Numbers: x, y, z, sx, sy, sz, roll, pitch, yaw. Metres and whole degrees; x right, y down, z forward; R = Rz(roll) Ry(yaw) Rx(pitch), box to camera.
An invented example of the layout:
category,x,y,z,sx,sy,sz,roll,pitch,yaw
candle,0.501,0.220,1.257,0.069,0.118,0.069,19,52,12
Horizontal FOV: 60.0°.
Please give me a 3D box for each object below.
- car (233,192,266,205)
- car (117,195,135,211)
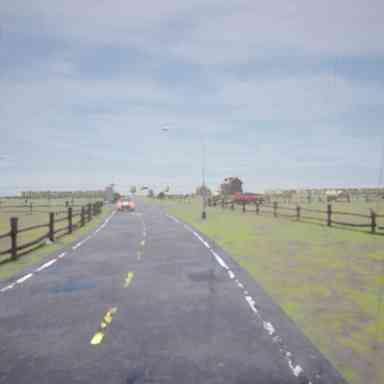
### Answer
category,x,y,z,sx,sy,sz,roll,pitch,yaw
car,9.922,1.101,57.541,5.566,2.045,2.150,-1,-1,-11
car,-8.172,1.452,41.302,2.097,1.767,4.553,0,0,-10
